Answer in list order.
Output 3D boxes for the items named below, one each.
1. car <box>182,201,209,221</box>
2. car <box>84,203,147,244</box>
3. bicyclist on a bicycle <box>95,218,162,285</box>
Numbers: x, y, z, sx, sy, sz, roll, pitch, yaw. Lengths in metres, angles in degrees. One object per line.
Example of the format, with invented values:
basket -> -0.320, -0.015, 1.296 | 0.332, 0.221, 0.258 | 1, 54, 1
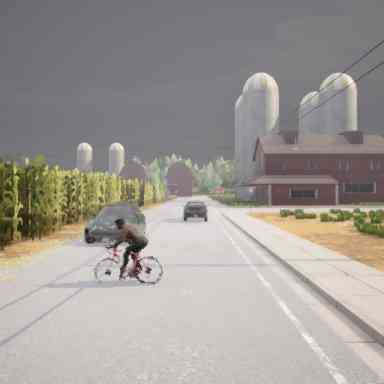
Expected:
car -> 0.283, 1.504, 27.327 | 1.837, 1.490, 4.892 | 0, 0, 0
car -> -3.465, 1.352, 15.739 | 2.097, 1.767, 4.553 | 0, 0, 1
bicyclist on a bicycle -> -1.550, 1.453, 8.014 | 1.656, 1.620, 0.582 | -2, 0, 0
